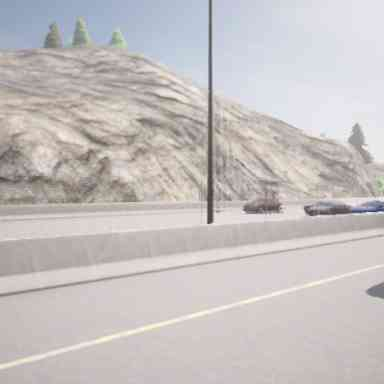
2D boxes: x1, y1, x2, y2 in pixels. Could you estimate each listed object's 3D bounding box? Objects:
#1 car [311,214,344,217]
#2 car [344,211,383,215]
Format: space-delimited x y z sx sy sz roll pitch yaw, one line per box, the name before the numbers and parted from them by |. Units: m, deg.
car | 12.719 1.548 30.273 5.357 1.411 2.033 0 0 -36
car | 15.087 1.479 27.683 5.008 1.535 1.882 0 0 -36
